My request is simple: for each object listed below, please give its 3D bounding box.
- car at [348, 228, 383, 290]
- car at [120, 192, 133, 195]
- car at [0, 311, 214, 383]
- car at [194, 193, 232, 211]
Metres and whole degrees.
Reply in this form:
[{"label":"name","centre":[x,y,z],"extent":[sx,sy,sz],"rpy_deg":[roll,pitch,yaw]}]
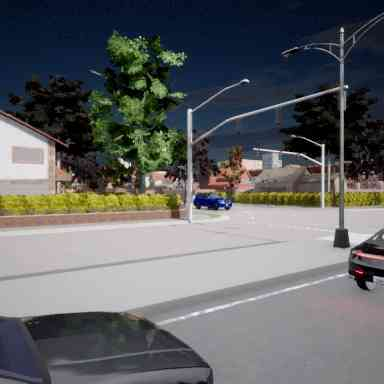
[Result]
[{"label":"car","centre":[5.592,1.474,7.733],"extent":[4.902,1.511,2.128],"rpy_deg":[0,0,-35]},{"label":"car","centre":[-11.623,1.070,59.921],"extent":[2.150,2.045,5.566],"rpy_deg":[0,0,-36]},{"label":"car","centre":[-2.342,1.543,2.073],"extent":[5.357,1.411,2.033],"rpy_deg":[0,0,-36]},{"label":"car","centre":[2.434,1.120,40.407],"extent":[2.150,2.045,5.566],"rpy_deg":[0,0,-36]}]
